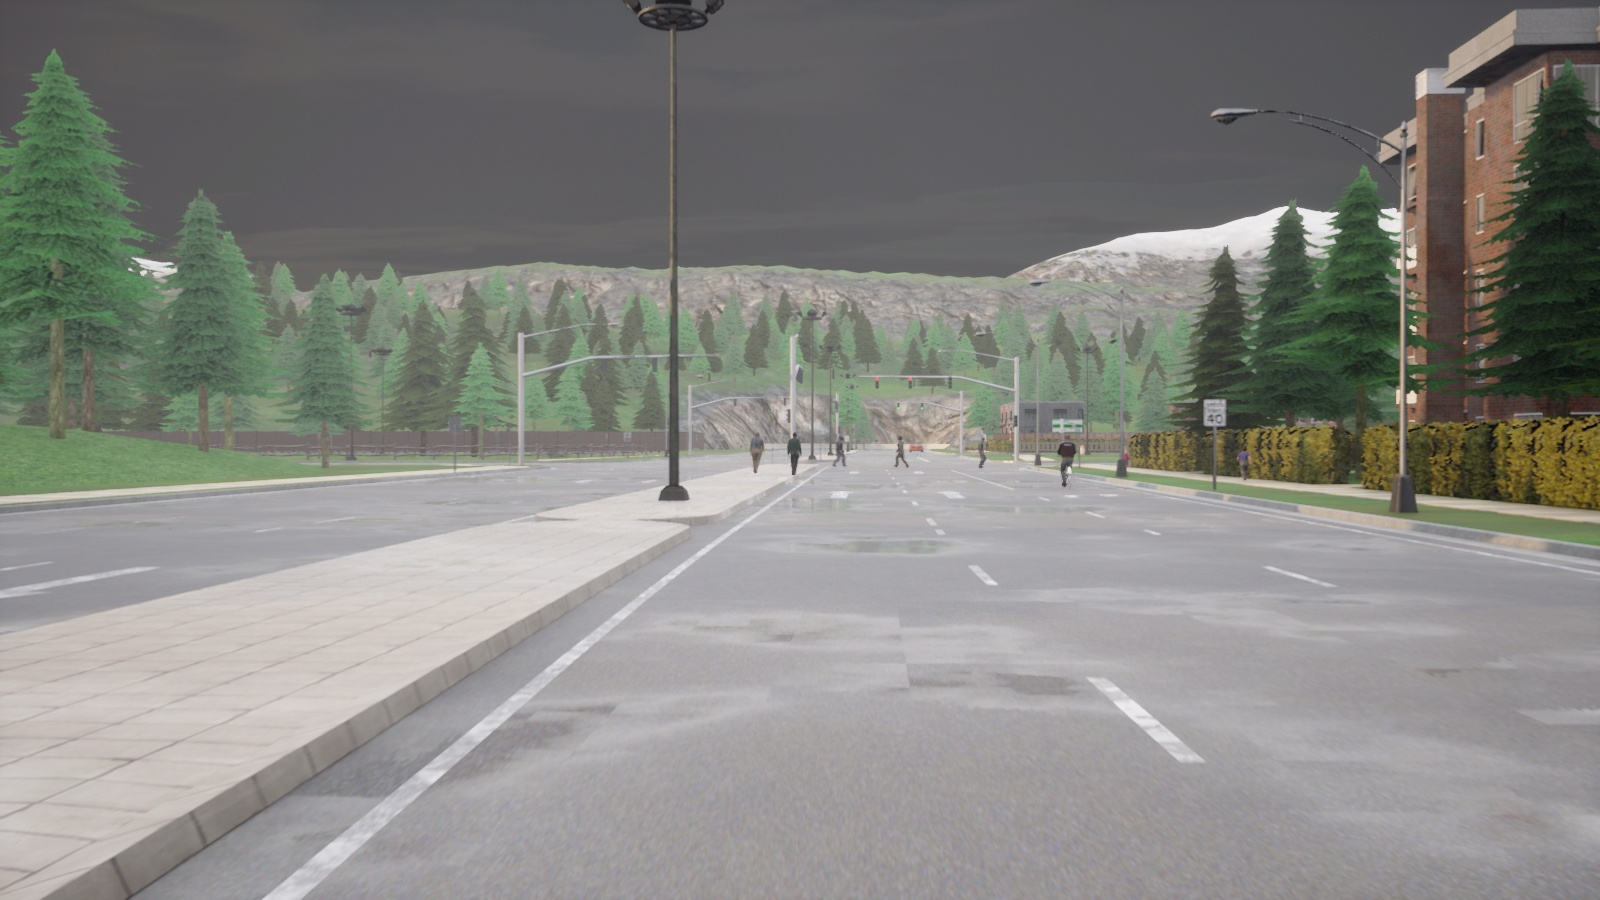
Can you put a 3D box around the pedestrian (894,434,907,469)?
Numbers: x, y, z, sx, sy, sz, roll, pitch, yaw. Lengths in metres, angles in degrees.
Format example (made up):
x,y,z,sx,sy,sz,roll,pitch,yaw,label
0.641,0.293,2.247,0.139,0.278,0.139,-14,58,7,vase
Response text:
x,y,z,sx,sy,sz,roll,pitch,yaw,label
5.655,0.092,70.615,0.692,1.930,0.396,0,0,2,pedestrian

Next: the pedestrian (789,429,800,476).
x,y,z,sx,sy,sz,roll,pitch,yaw,label
-0.234,0.107,51.823,0.423,1.949,0.788,0,0,3,pedestrian

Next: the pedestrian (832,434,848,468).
x,y,z,sx,sy,sz,roll,pitch,yaw,label
2.256,0.057,71.192,0.849,1.883,0.563,0,0,-4,pedestrian

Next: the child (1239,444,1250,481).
x,y,z,sx,sy,sz,roll,pitch,yaw,label
15.440,0.433,43.616,0.270,1.263,0.437,0,0,7,child

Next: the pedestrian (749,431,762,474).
x,y,z,sx,sy,sz,roll,pitch,yaw,label
-1.927,0.090,54.673,0.540,1.848,0.694,0,0,2,pedestrian
